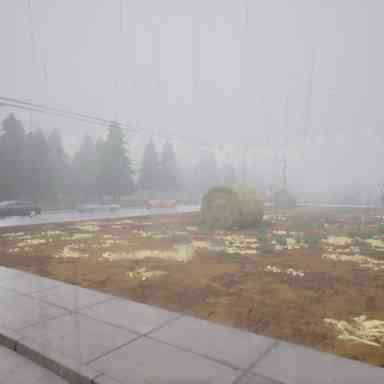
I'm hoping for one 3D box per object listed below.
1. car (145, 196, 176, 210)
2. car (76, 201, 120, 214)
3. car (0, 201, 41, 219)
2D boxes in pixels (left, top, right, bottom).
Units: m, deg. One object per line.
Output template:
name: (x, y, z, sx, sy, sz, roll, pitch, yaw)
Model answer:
car: (-4.214, 1.396, 44.728, 2.097, 1.767, 4.553, 0, 0, 37)
car: (-10.308, 1.645, 36.536, 1.895, 1.301, 4.718, 0, 0, 37)
car: (-15.790, 1.549, 29.147, 1.837, 1.490, 4.892, 0, 0, 37)
